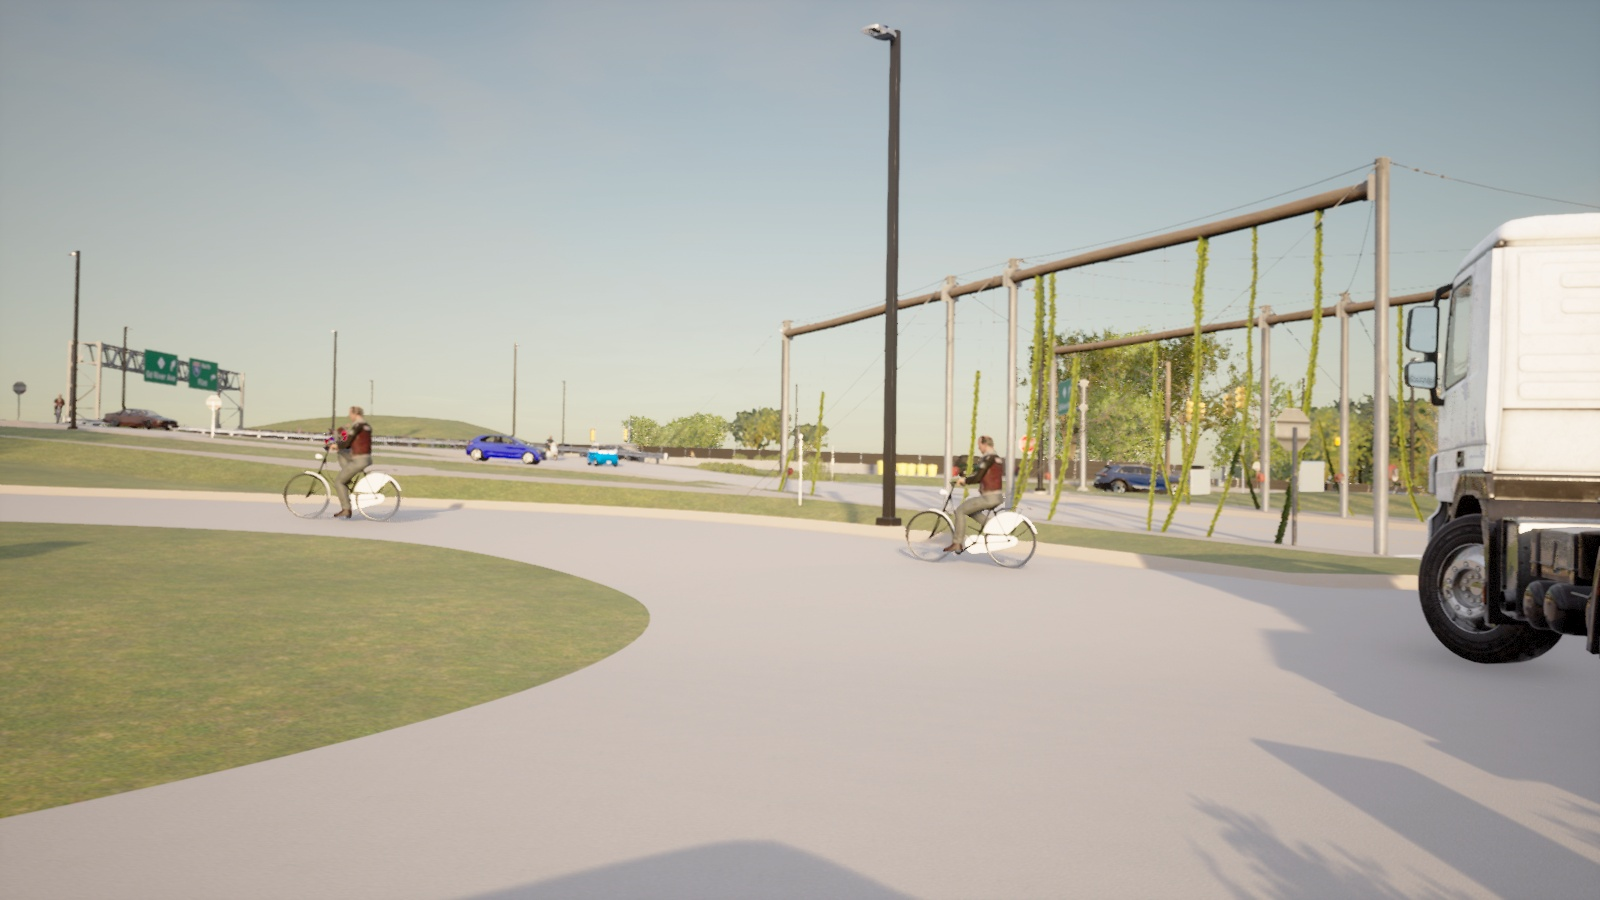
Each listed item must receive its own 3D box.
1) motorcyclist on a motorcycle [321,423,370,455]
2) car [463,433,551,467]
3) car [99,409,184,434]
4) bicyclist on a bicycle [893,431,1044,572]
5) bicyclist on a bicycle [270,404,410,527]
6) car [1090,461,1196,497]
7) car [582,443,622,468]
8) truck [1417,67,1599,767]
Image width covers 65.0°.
[{"bbox_3d":[-24.293,-0.599,67.098,2.191,1.530,0.866,4,-1,2],"label":"motorcyclist on a motorcycle"},{"bbox_3d":[-15.566,0.008,66.857,4.193,1.474,1.816,4,-1,1],"label":"car"},{"bbox_3d":[-45.381,-1.958,86.546,5.357,1.411,2.033,3,-1,21],"label":"car"},{"bbox_3d":[2.257,0.663,16.875,1.843,1.776,0.659,2,0,27],"label":"bicyclist on a bicycle"},{"bbox_3d":[-6.996,0.229,19.128,1.843,1.776,0.659,2,0,6],"label":"bicyclist on a bicycle"},{"bbox_3d":[17.619,1.492,64.623,4.856,1.649,2.033,2,-1,1],"label":"car"},{"bbox_3d":[-11.671,0.296,73.940,1.481,1.376,2.207,1,1,-34],"label":"car"},{"bbox_3d":[5.743,-0.143,7.068,2.891,3.462,7.936,1,-1,18],"label":"truck"}]
